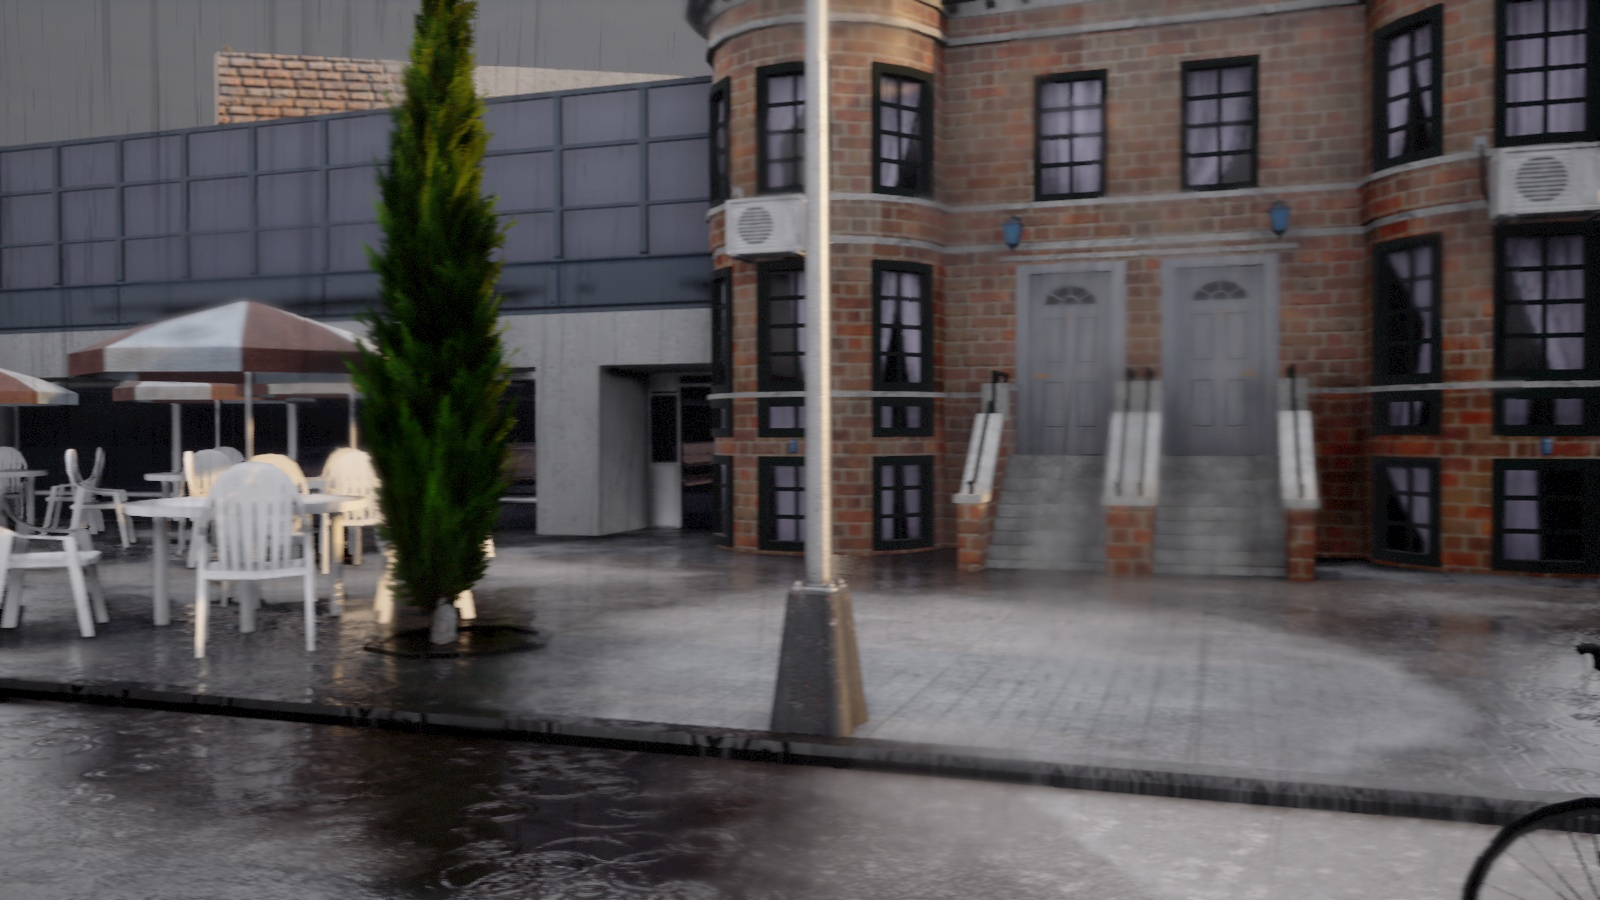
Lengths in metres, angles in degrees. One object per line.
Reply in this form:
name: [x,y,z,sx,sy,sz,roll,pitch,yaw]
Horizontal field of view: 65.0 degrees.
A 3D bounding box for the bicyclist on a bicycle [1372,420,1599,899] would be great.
bicyclist on a bicycle: [2.284,0.741,2.951,1.656,1.620,0.582,0,1,19]
